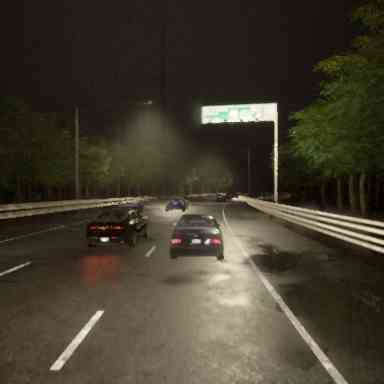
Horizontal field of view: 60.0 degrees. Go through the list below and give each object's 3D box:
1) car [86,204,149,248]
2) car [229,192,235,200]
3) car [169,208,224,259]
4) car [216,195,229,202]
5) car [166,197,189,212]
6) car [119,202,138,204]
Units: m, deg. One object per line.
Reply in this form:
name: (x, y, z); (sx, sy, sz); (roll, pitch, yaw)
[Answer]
car: (-3.121, 1.485, 14.665); (1.837, 1.490, 4.892); (0, 0, 2)
car: (9.942, 1.426, 91.251); (1.994, 1.385, 4.181); (0, 0, 13)
car: (0.215, 1.537, 12.545); (2.033, 1.411, 5.357); (0, 0, 2)
car: (6.230, 1.466, 72.000); (1.994, 1.385, 4.181); (0, 0, 10)
car: (-1.605, 1.306, 38.119); (2.097, 1.767, 4.553); (0, 0, 5)
car: (-5.797, 1.551, 30.882); (1.895, 1.301, 4.718); (0, 0, 4)
